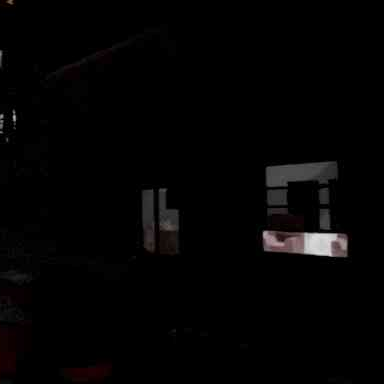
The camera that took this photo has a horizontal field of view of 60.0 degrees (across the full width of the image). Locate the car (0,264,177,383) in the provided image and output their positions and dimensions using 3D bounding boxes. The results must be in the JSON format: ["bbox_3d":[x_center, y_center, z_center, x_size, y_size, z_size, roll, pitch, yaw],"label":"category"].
[{"bbox_3d":[-2.028,1.597,4.191,4.206,1.307,1.802,0,-2,36],"label":"car"}]

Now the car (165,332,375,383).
[{"bbox_3d":[2.336,1.521,1.081,4.829,1.417,1.752,0,-2,36],"label":"car"}]
